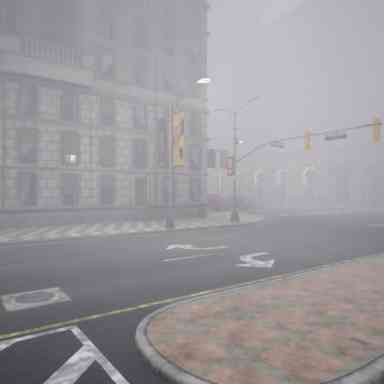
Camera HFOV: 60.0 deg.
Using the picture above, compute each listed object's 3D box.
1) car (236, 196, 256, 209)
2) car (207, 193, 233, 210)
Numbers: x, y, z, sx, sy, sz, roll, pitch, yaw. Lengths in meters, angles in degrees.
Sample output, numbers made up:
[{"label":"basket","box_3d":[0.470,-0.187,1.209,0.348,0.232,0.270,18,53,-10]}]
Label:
[{"label":"car","box_3d":[6.393,1.352,44.690,2.097,1.767,4.553,0,0,-36]},{"label":"car","box_3d":[2.725,1.221,43.784,2.150,2.045,5.566,0,0,-36]}]
